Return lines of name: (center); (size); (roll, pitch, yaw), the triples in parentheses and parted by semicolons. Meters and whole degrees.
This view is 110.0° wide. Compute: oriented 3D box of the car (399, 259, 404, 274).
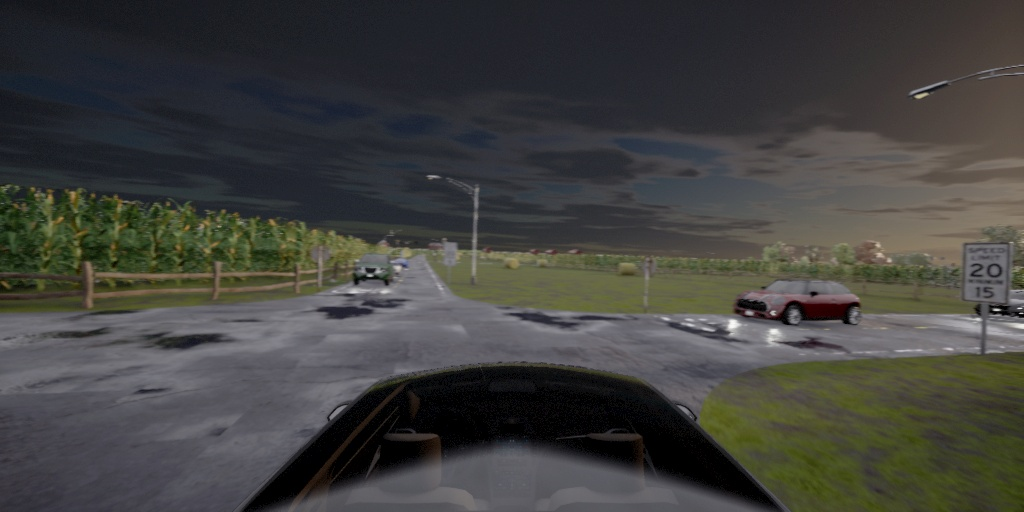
car: (-12.197, 1.209, 35.946); (1.895, 1.301, 4.718); (2, -1, -14)

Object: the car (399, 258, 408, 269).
car: (-16.812, 1.064, 54.487); (1.882, 1.535, 5.008); (2, -1, -14)

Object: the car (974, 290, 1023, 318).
car: (26.081, 2.487, 18.191); (4.892, 1.490, 1.837); (2, 0, -15)

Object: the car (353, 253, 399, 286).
car: (-9.286, 0.837, 24.494); (2.150, 2.045, 5.566); (2, -1, -14)

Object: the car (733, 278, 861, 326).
car: (11.202, 1.686, 14.180); (4.553, 1.767, 2.097); (3, 0, -15)
